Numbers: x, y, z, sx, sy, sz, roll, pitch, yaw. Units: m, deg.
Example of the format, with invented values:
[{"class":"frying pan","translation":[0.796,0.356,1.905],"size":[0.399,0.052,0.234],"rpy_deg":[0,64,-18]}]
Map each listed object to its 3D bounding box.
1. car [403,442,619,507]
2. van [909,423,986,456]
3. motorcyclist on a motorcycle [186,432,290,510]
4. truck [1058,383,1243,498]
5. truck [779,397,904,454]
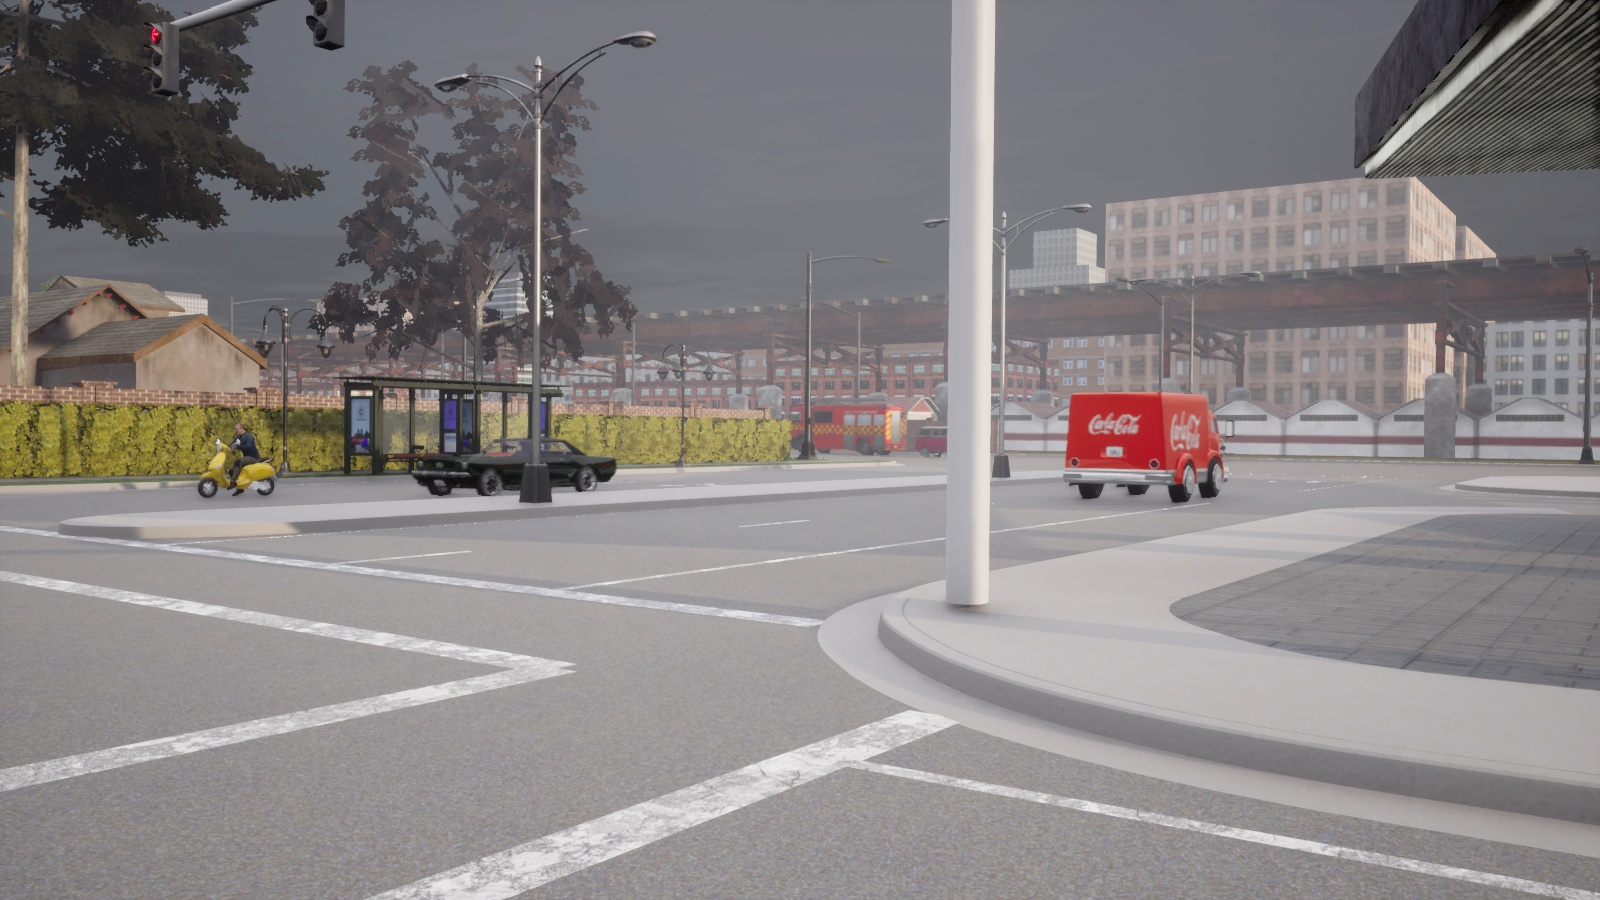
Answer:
[{"class":"car","translation":[-6.462,0.500,28.604],"size":[1.895,1.301,4.718],"rpy_deg":[0,1,35]},{"class":"van","translation":[9.173,-0.666,78.166],"size":[4.442,1.987,1.775],"rpy_deg":[0,1,35]},{"class":"motorcyclist on a motorcycle","translation":[-11.985,0.427,26.842],"size":[0.866,1.590,1.817],"rpy_deg":[0,1,35]},{"class":"truck","translation":[8.419,-0.239,29.811],"size":[2.627,2.467,5.204],"rpy_deg":[0,1,35]},{"class":"truck","translation":[2.818,-1.649,86.914],"size":[8.468,3.827,2.891],"rpy_deg":[0,1,35]}]
